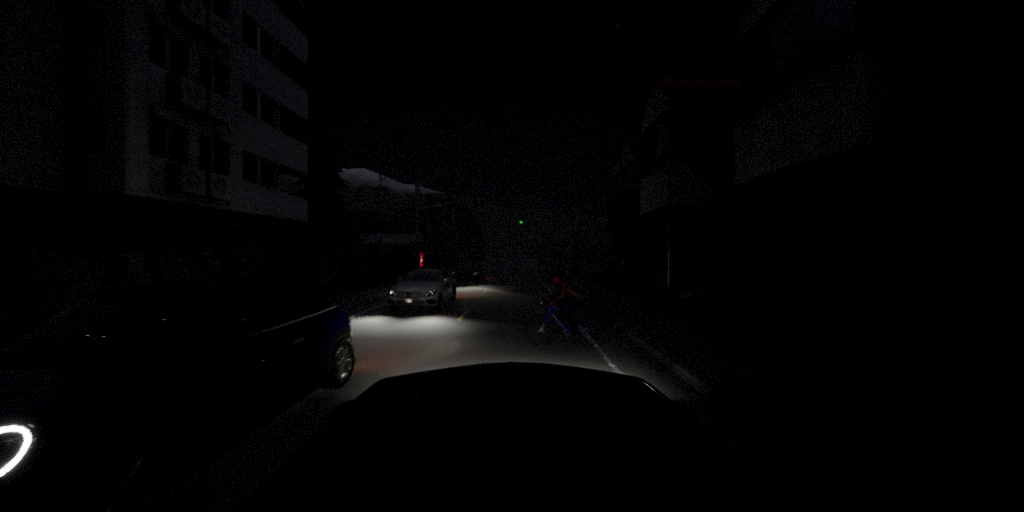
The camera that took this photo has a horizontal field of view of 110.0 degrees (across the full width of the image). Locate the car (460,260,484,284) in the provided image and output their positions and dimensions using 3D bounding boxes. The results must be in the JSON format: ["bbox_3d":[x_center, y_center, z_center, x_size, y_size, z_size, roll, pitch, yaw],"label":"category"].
[{"bbox_3d":[-3.079,1.092,25.636,1.882,1.535,5.008,0,0,1],"label":"car"}]

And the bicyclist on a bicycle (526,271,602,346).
[{"bbox_3d":[1.115,1.152,7.745,1.656,1.620,0.582,0,0,1],"label":"bicyclist on a bicycle"}]

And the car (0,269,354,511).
[{"bbox_3d":[-3.582,1.079,3.791,2.097,1.767,4.553,0,0,1],"label":"car"}]

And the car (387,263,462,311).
[{"bbox_3d":[-3.375,1.197,14.210,1.812,1.442,4.674,0,0,1],"label":"car"}]
